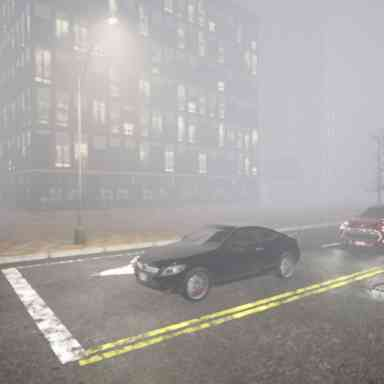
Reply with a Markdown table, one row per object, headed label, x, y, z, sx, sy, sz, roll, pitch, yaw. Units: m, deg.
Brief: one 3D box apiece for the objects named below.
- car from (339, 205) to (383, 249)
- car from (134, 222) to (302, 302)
| label | x | y | z | sx | sy | sz | roll | pitch | yaw |
| --- | --- | --- | --- | --- | --- | --- | --- | --- | --- |
| car | 8.041 | 1.313 | 13.710 | 4.553 | 1.767 | 2.097 | 0 | 0 | -37 |
| car | 0.849 | 1.514 | 8.360 | 4.674 | 1.442 | 1.812 | 0 | 0 | -36 |
